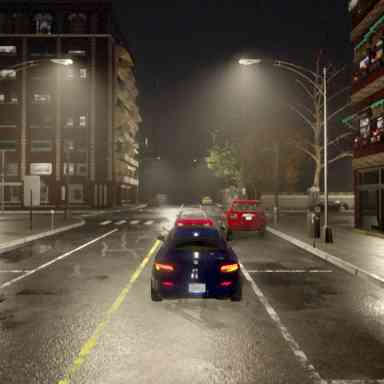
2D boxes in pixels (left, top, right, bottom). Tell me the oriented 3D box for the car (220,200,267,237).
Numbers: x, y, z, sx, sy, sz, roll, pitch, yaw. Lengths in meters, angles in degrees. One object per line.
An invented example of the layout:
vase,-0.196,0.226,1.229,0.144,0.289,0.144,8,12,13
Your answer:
car,2.679,1.322,18.091,2.192,1.841,5.009,1,0,0

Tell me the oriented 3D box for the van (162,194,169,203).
van,-5.772,1.380,61.652,1.690,1.788,3.998,1,0,0

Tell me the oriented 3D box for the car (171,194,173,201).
car,-5.794,1.632,72.730,1.802,1.307,4.206,1,0,0

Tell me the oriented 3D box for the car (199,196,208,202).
car,2.576,1.622,78.274,1.947,1.339,4.313,1,0,0

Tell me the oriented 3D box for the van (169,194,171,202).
van,-5.781,1.385,67.191,1.690,1.788,3.998,1,0,0

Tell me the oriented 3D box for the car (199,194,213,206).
car,2.613,1.560,56.291,1.752,1.417,4.829,1,0,0

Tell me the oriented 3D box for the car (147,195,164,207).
car,-5.759,1.612,50.576,1.802,1.307,4.206,1,0,0

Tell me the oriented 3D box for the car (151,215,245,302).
car,0.088,1.528,8.157,1.812,1.442,4.674,0,0,0

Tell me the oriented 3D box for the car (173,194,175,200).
car,-5.803,1.606,78.268,2.008,1.369,4.403,1,0,0

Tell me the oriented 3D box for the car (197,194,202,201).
car,2.586,1.601,72.735,2.008,1.369,4.403,1,0,0

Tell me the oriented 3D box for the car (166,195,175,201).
car,-5.821,1.620,89.346,2.008,1.369,4.403,1,0,0

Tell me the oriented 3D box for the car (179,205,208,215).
car,0.071,1.608,17.900,1.895,1.301,4.718,0,0,0

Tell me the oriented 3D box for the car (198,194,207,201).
car,2.572,1.377,83.812,2.192,1.841,5.009,1,0,0

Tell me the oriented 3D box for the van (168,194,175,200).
van,-5.826,1.417,94.884,1.690,1.788,3.998,1,0,0

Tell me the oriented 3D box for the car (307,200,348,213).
car,15.153,1.607,37.144,4.313,1.339,1.947,0,-1,0

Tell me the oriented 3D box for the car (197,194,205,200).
car,2.554,1.391,94.887,2.192,1.841,5.009,1,0,0

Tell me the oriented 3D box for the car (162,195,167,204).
car,-5.768,1.616,56.113,1.802,1.307,4.206,1,0,0
